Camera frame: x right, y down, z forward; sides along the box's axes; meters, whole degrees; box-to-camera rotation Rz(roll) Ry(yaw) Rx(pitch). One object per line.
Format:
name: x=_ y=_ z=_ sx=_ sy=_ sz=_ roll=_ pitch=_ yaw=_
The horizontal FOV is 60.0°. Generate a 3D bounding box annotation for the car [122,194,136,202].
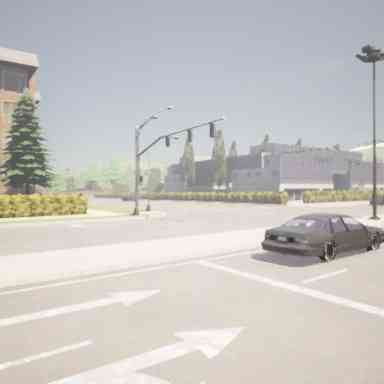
car: x=-13.162 y=1.128 z=70.681 sx=2.097 sy=1.767 sz=4.553 roll=-1 pitch=0 yaw=-35

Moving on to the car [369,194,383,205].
car: x=27.215 y=1.102 z=47.409 sx=4.892 sy=1.490 sz=1.837 roll=-1 pitch=0 yaw=-35

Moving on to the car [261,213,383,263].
car: x=4.769 y=1.462 z=11.731 sx=5.357 sy=1.411 sz=2.033 roll=-1 pitch=0 yaw=-37
